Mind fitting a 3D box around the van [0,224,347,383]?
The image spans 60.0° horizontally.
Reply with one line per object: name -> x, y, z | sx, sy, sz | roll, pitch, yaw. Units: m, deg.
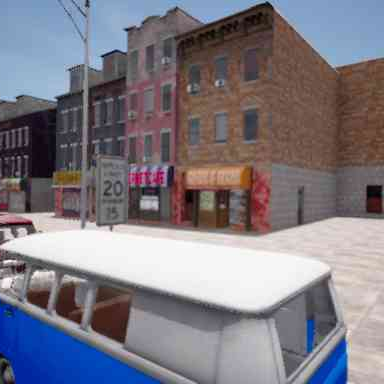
van -> -0.608, 1.372, 3.315 | 3.998, 1.788, 1.690 | 0, 0, 39

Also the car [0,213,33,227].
car -> -4.809, 1.344, 6.717 | 5.009, 1.841, 2.192 | 0, 0, 39
